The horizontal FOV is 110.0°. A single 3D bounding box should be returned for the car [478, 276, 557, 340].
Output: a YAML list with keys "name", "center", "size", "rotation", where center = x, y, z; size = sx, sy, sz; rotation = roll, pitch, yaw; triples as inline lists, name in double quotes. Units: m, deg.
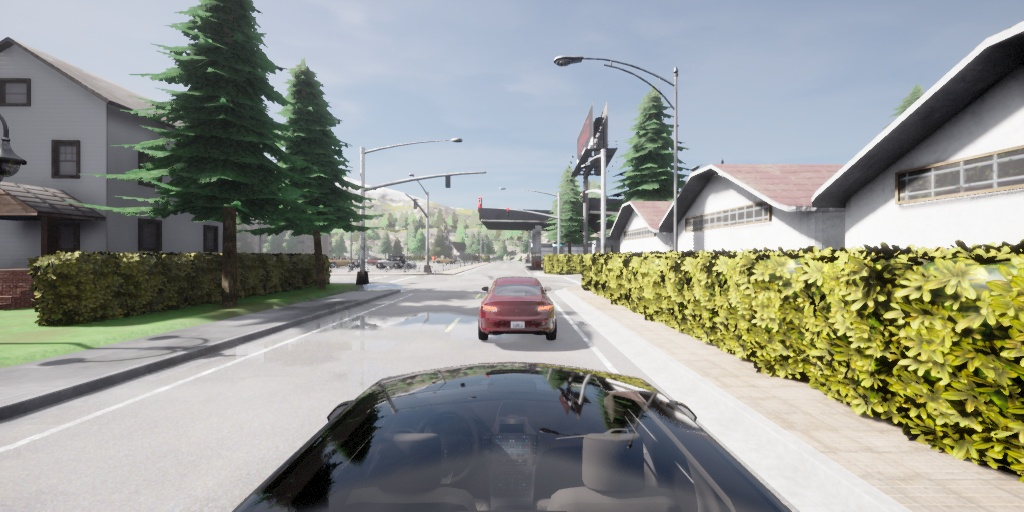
- name: "car"
  center: [0.128, 1.276, 9.804]
  size: [1.812, 1.442, 4.674]
  rotation: [0, 0, 0]
